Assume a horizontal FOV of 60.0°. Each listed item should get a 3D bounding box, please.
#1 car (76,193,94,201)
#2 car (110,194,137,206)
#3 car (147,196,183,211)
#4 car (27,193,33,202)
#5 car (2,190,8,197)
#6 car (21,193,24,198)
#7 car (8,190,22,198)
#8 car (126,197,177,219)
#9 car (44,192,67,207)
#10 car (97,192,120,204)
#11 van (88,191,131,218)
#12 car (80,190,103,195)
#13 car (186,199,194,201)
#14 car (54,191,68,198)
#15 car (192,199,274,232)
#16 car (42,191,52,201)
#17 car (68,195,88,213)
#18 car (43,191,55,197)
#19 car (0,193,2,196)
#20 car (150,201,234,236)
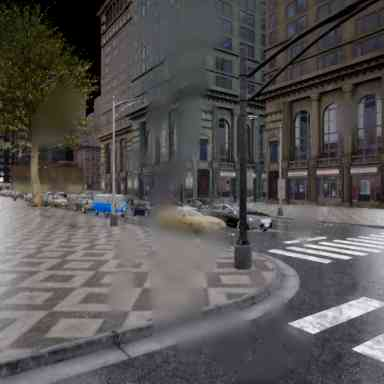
[{"bbox_3d":[-19.225,0.861,59.589,1.802,1.307,4.206,1,0,-35],"label":"car"},{"bbox_3d":[-9.502,1.074,45.826,2.008,1.369,4.403,1,0,-35],"label":"car"},{"bbox_3d":[-3.018,1.224,36.647,1.887,1.381,4.507,1,0,-35],"label":"car"},{"bbox_3d":[-22.943,0.911,50.078,2.008,1.369,4.403,1,0,-35],"label":"car"},{"bbox_3d":[-42.388,0.331,77.605,1.967,1.590,4.097,1,0,-35],"label":"car"},{"bbox_3d":[-26.184,0.830,54.666,2.008,1.369,4.403,1,0,-35],"label":"car"},{"bbox_3d":[-35.905,0.484,68.429,1.967,1.590,4.097,1,0,-35],"label":"car"},{"bbox_3d":[-3.333,1.338,26.917,1.994,1.385,4.181,0,1,-35],"label":"car"},{"bbox_3d":[-16.363,1.051,40.763,1.752,1.417,4.829,1,0,-35],"label":"car"},{"bbox_3d":[-12.741,0.881,50.414,1.967,1.590,4.097,1,0,-35],"label":"car"},{"bbox_3d":[-6.735,1.091,27.133,1.690,1.788,3.998,1,0,-35],"label":"van"},{"bbox_3d":[-10.475,0.839,37.047,2.150,2.045,5.566,0,1,-35],"label":"car"},{"bbox_3d":[0.221,1.315,32.060,1.947,1.339,4.313,1,0,-35],"label":"car"},{"bbox_3d":[-28.947,0.588,73.351,1.887,1.381,4.507,1,0,-35],"label":"car"},{"bbox_3d":[2.387,1.370,18.808,2.128,1.511,4.902,0,1,-35],"label":"car"},{"bbox_3d":[-19.702,0.992,45.490,2.008,1.369,4.403,1,0,-35],"label":"car"},{"bbox_3d":[-9.978,1.230,31.722,2.008,1.369,4.403,1,0,-35],"label":"car"},{"bbox_3d":[-35.429,0.472,82.526,1.802,1.307,4.206,1,0,-35],"label":"car"},{"bbox_3d":[-45.630,0.255,82.194,1.967,1.590,4.097,1,0,-35],"label":"car"},{"bbox_3d":[-0.155,1.398,17.813,1.752,1.417,4.829,1,0,-35],"label":"car"}]
